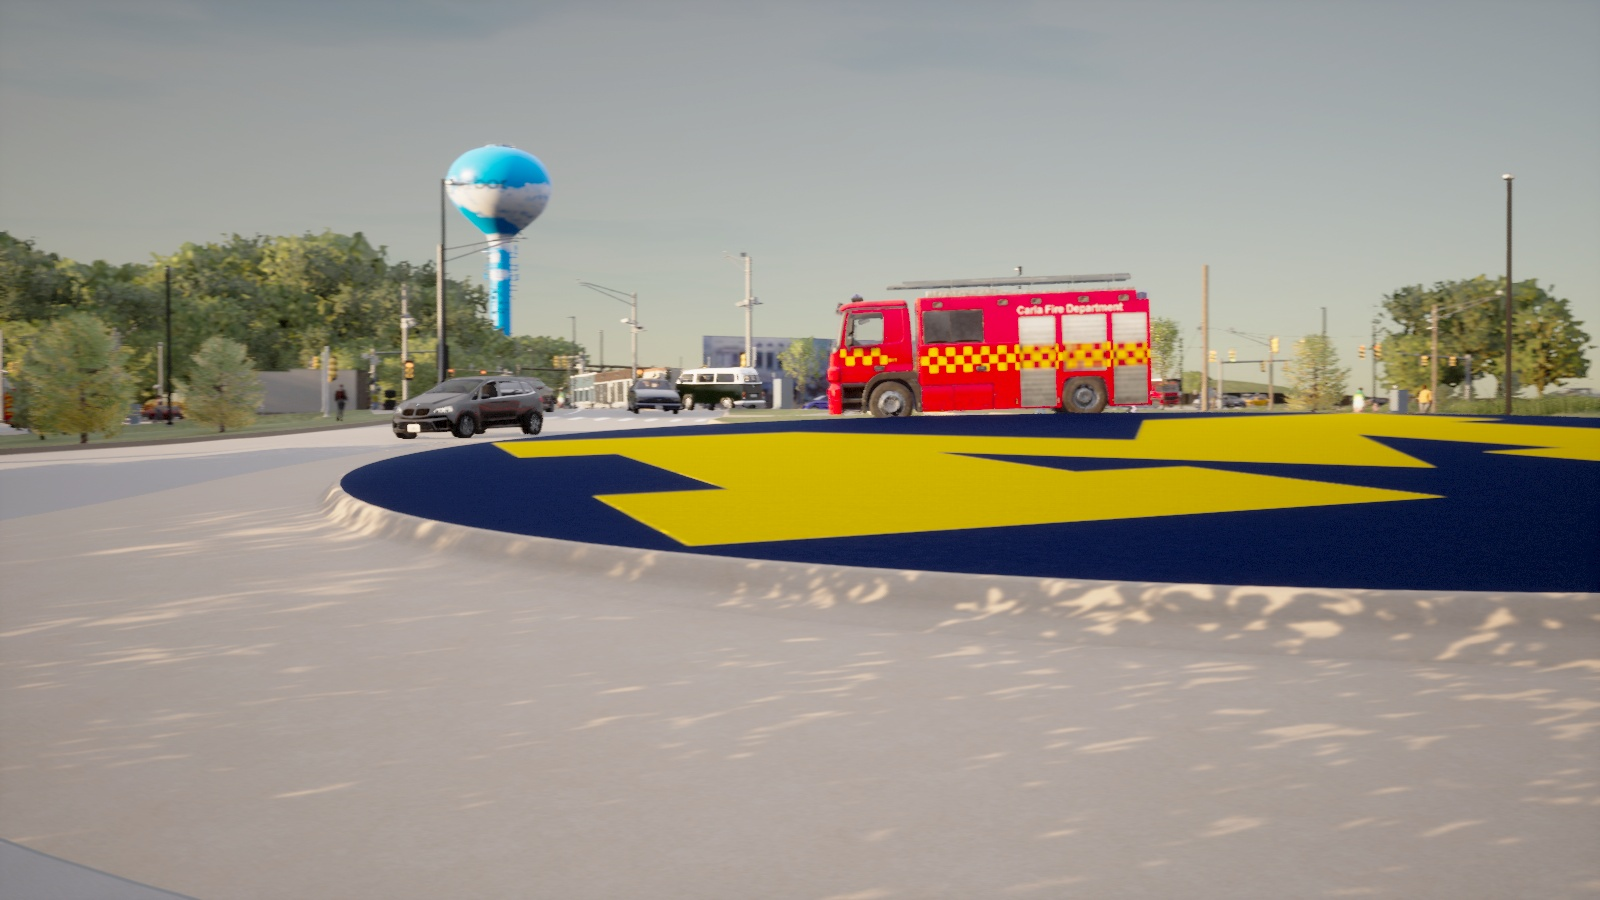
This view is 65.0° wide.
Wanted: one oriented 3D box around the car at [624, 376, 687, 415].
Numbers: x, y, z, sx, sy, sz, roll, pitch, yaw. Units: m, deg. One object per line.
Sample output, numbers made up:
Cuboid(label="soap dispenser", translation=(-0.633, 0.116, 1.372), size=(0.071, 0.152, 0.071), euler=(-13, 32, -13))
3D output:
Cuboid(label="car", translation=(-6.018, -2.281, 51.767), size=(2.033, 1.411, 5.357), euler=(1, 4, -12))

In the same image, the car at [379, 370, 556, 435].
Cuboid(label="car", translation=(-9.021, -1.328, 34.539), size=(2.242, 1.667, 4.611), euler=(1, 3, 25))

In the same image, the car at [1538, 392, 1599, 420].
Cuboid(label="car", translation=(44.460, -2.493, 71.076), size=(2.128, 1.511, 4.902), euler=(-1, 2, -6))

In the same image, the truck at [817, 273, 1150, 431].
Cuboid(label="truck", translation=(4.806, -2.587, 33.872), size=(8.468, 3.827, 2.891), euler=(-1, 3, 4))

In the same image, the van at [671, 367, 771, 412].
Cuboid(label="van", translation=(-3.772, -2.884, 59.368), size=(4.480, 2.038, 2.069), euler=(3, 4, 38))

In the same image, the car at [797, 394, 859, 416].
Cuboid(label="car", translation=(2.042, -3.299, 91.733), size=(4.193, 1.474, 1.816), euler=(0, 1, -21))

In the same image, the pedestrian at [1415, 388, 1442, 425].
Cuboid(label="pedestrian", translation=(31.645, -2.173, 63.244), size=(0.900, 1.855, 0.874), euler=(0, 1, -31))

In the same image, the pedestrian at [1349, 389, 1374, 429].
Cuboid(label="pedestrian", translation=(27.781, -2.041, 62.136), size=(0.873, 1.952, 0.659), euler=(0, 1, -23))

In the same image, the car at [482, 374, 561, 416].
Cuboid(label="car", translation=(-10.628, -2.155, 48.264), size=(1.812, 1.442, 4.674), euler=(0, 4, 2))

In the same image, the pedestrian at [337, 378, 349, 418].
Cuboid(label="pedestrian", translation=(-21.456, -2.441, 58.987), size=(0.376, 1.854, 0.720), euler=(0, 1, -7))
